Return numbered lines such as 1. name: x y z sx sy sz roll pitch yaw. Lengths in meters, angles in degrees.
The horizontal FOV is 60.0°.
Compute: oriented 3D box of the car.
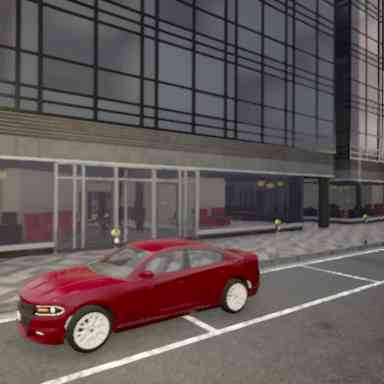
1. car: -0.690 1.573 6.160 4.507 1.381 1.887 1 -1 -36
